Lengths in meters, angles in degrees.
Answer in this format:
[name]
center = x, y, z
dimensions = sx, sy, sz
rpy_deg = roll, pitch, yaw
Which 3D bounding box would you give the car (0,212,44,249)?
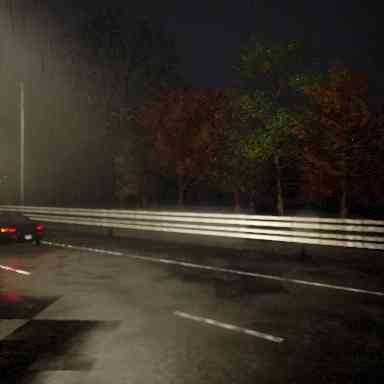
[car]
center = -8.141, 1.601, 14.182
dimensions = 4.674, 1.442, 1.812
rpy_deg = -1, -1, 37
